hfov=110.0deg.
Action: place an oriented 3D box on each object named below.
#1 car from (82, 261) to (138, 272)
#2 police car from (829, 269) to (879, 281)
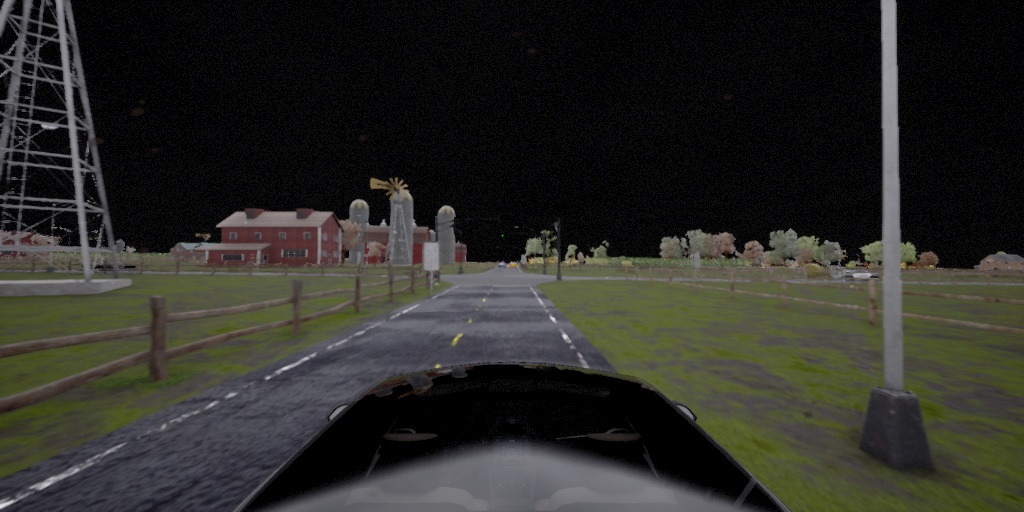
[{"bbox_3d":[-45.964,1.194,41.142,4.718,1.301,1.895,1,-2,1],"label":"car"},{"bbox_3d":[42.134,2.386,44.424,4.974,1.542,2.038,1,-2,0],"label":"police car"}]
